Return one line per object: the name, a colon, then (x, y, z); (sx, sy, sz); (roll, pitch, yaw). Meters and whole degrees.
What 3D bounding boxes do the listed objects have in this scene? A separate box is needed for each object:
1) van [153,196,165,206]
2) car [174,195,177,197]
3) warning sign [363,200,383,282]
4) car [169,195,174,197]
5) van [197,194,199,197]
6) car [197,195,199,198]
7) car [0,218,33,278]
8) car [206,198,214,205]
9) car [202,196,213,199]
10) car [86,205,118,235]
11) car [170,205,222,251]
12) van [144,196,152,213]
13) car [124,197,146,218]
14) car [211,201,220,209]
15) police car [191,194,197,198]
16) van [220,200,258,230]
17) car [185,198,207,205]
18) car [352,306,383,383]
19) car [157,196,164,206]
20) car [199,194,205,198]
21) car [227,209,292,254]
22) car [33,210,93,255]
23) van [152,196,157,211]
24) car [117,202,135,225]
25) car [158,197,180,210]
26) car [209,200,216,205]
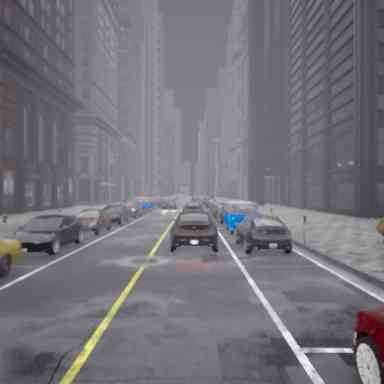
van: (-5.747, 1.555, 58.572); (1.690, 1.788, 3.998); (0, 0, 0)
car: (-5.738, 1.907, 86.755); (1.947, 1.339, 4.313); (0, 0, 0)
warning sign: (5.072, 1.140, 8.078); (1.300, 1.860, 1.060); (0, 0, 0)
car: (-5.741, 1.833, 75.482); (1.887, 1.381, 4.507); (0, 0, 0)
van: (2.786, 1.682, 86.766); (1.690, 1.788, 3.998); (0, 0, 0)
car: (2.785, 1.840, 81.299); (1.752, 1.417, 4.829); (0, 0, 0)
car: (-5.761, 1.550, 7.673); (1.752, 1.417, 4.829); (0, 0, 0)
car: (2.772, 1.673, 36.040); (2.008, 1.369, 4.403); (0, 0, 0)
car: (2.775, 1.711, 47.312); (1.887, 1.381, 4.507); (0, 0, 0)
car: (-5.758, 1.644, 19.117); (1.802, 1.307, 4.206); (0, 0, 0)
car: (0.091, 1.550, 14.368); (1.837, 1.490, 4.892); (0, 0, 0)
van: (-5.754, 1.464, 36.027); (1.690, 1.788, 3.998); (0, 0, 0)
car: (-5.755, 1.542, 30.390); (1.967, 1.590, 4.097); (0, 0, 0)
car: (2.769, 1.631, 24.767); (2.008, 1.369, 4.403); (0, 0, 0)
police car: (0.927, 1.773, 88.191); (1.930, 1.638, 5.238); (0, 0, 0)
van: (2.767, 1.402, 19.131); (1.690, 1.788, 3.998); (0, 0, 0)
car: (0.096, 1.604, 29.823); (1.837, 1.490, 4.892); (0, 0, 0)
car: (2.762, 1.551, 2.222); (1.887, 1.381, 4.507); (0, 0, 0)
car: (-5.749, 1.505, 52.936); (2.192, 1.841, 5.009); (0, 0, 0)
car: (2.778, 1.528, 58.585); (2.192, 1.841, 5.009); (0, 0, 0)
car: (2.765, 1.593, 13.494); (2.008, 1.369, 4.403); (0, 0, 0)
car: (-5.759, 1.609, 13.480); (1.947, 1.339, 4.313); (0, 0, 0)
van: (-5.752, 1.486, 41.663); (1.690, 1.788, 3.998); (0, 0, 0)
car: (-5.756, 1.647, 24.753); (1.947, 1.339, 4.313); (0, 0, 0)
car: (-3.072, 1.723, 45.454); (1.994, 1.385, 4.181); (0, 0, 0)
car: (2.770, 1.683, 30.403); (1.802, 1.307, 4.206); (0, 0, 0)
